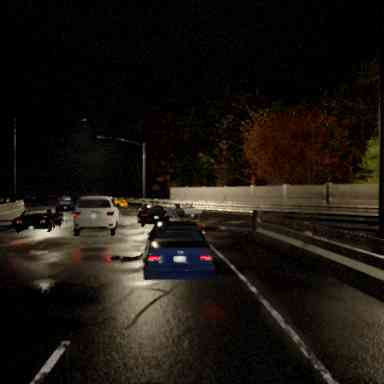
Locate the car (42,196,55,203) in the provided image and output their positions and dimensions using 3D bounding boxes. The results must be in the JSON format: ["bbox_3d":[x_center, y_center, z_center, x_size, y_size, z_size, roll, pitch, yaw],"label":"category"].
[{"bbox_3d":[-31.085,1.538,71.854,2.128,1.511,4.902,0,0,-43],"label":"car"}]

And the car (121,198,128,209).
[{"bbox_3d":[-10.393,1.572,46.340,1.882,1.535,5.008,0,0,-26],"label":"car"}]

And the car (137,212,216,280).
[{"bbox_3d":[-0.491,1.567,10.024,2.033,1.411,5.357,0,0,-5],"label":"car"}]

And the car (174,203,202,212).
[{"bbox_3d":[-1.160,1.656,29.546,1.895,1.301,4.718,0,0,-33],"label":"car"}]

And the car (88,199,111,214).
[{"bbox_3d":[-10.377,1.569,37.029,2.128,1.511,4.902,0,0,-20],"label":"car"}]

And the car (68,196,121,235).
[{"bbox_3d":[-5.403,1.261,19.183,2.150,2.045,5.566,0,0,-11],"label":"car"}]

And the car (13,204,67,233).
[{"bbox_3d":[-9.176,1.645,20.261,1.895,1.301,4.718,0,0,-11],"label":"car"}]

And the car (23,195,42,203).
[{"bbox_3d":[-33.682,1.366,69.509,2.097,1.767,4.553,0,0,-43],"label":"car"}]

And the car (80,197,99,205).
[{"bbox_3d":[-19.088,1.620,61.762,2.128,1.511,4.902,0,0,-33],"label":"car"}]

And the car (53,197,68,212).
[{"bbox_3d":[-14.292,1.644,37.451,1.994,1.385,4.181,0,0,-21],"label":"car"}]

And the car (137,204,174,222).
[{"bbox_3d":[-2.757,1.610,23.383,1.994,1.385,4.181,0,0,-13],"label":"car"}]

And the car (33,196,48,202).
[{"bbox_3d":[-38.279,1.708,84.012,4.674,1.442,1.812,0,0,41],"label":"car"}]
